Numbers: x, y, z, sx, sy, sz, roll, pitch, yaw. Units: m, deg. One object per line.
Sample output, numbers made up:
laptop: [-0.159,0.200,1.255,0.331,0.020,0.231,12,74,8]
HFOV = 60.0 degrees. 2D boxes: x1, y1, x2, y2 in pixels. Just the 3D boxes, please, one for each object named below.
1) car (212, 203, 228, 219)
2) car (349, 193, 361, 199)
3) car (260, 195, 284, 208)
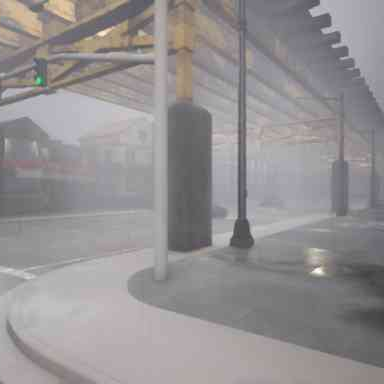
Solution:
car: [1.297,1.542,27.256,1.994,1.385,4.181,0,0,35]
car: [38.007,0.986,79.229,2.033,1.411,5.357,0,1,35]
car: [11.425,1.252,47.689,2.097,1.767,4.553,0,1,36]
